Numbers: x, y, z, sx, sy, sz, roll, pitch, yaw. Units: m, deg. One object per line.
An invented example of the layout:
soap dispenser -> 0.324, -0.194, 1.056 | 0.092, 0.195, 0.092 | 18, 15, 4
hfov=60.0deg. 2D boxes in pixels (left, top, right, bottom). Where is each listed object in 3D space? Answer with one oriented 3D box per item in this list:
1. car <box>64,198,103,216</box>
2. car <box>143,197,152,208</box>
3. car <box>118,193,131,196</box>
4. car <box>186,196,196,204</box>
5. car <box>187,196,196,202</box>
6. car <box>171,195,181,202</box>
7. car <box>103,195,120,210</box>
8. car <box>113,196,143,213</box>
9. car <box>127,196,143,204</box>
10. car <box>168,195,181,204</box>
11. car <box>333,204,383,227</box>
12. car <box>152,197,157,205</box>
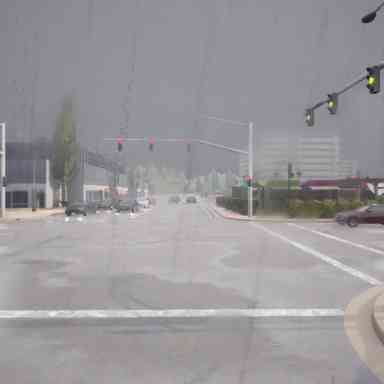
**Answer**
car -> -10.664, 1.547, 32.535 | 2.033, 1.411, 5.357 | 0, 0, 0
car -> -7.187, 1.526, 46.814 | 1.812, 1.442, 4.674 | 0, 0, 0
car -> -10.701, 1.221, 52.077 | 2.150, 2.045, 5.566 | 0, 0, 0
car -> -0.128, 1.491, 64.521 | 2.128, 1.511, 4.902 | 0, 0, 0
car -> -0.149, 1.468, 74.826 | 1.895, 1.301, 4.718 | 0, 0, 0
car -> -3.649, 1.425, 74.787 | 1.994, 1.385, 4.181 | 0, 0, 0
car -> -10.682, 1.505, 42.091 | 1.837, 1.490, 4.892 | 0, 0, 0
car -> -7.175, 1.505, 37.629 | 1.837, 1.490, 4.892 | 0, 0, 0
car -> -10.675, 1.547, 62.774 | 2.033, 1.411, 5.357 | 0, 0, 1
car -> -3.628, 1.547, 64.514 | 2.033, 1.411, 5.357 | 0, 0, 0
car -> 11.762, 1.526, 21.876 | 4.674, 1.442, 1.812 | 0, 0, 1
car -> -7.194, 1.564, 56.775 | 1.994, 1.385, 4.181 | 0, 0, 0
